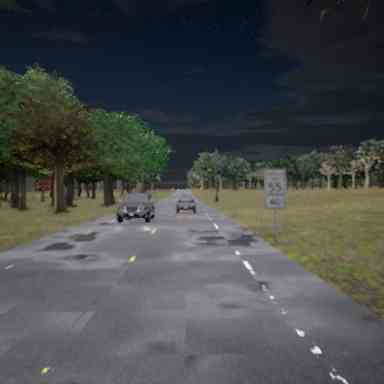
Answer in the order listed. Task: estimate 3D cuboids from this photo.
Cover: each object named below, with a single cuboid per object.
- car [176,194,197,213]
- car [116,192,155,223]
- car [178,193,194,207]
[{"bbox_3d":[-0.558,1.192,32.133,2.128,1.511,4.902,-1,0,-1],"label":"car"},{"bbox_3d":[-3.930,1.064,24.061,2.150,2.045,5.566,-1,1,-1],"label":"car"},{"bbox_3d":[-0.787,1.074,45.660,2.097,1.767,4.553,-1,0,-1],"label":"car"}]
